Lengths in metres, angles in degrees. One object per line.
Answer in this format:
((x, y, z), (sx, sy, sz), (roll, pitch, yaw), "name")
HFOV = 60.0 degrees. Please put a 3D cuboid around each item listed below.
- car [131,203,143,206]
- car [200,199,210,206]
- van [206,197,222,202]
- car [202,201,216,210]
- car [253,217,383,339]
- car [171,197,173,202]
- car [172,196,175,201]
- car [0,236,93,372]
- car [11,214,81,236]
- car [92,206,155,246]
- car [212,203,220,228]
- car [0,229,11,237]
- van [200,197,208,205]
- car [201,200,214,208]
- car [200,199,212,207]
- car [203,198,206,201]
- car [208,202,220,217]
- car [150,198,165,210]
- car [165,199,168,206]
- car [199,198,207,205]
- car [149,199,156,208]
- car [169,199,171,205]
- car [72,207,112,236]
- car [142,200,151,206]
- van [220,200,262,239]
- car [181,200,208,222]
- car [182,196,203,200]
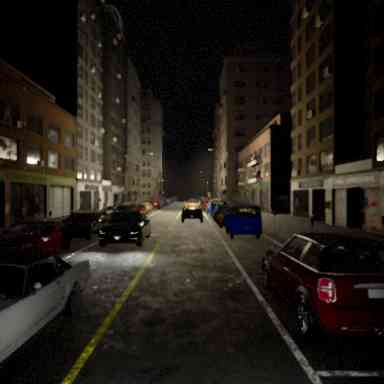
((-5.863, 1.847, 29.389), (1.947, 1.339, 4.313), (0, -1, 0), "car")
((2.656, 2.224, 69.081), (1.802, 1.307, 4.206), (0, 0, 0), "car")
((2.662, 1.674, 35.069), (1.690, 1.788, 3.998), (0, -1, 0), "van")
((2.659, 2.055, 52.075), (1.947, 1.339, 4.313), (0, -1, 0), "car")
((2.666, 1.506, 6.723), (1.967, 1.590, 4.097), (0, -1, 0), "car")
((-5.870, 2.214, 74.565), (1.752, 1.417, 4.829), (0, 0, 0), "car")
((-5.871, 2.286, 80.402), (2.008, 1.369, 4.403), (0, 0, 0), "car")
((-3.092, 1.650, 4.942), (1.895, 1.301, 4.718), (0, -1, 0), "car")
((-5.860, 1.703, 12.385), (1.802, 1.307, 4.206), (0, -1, 0), "car")
((-3.091, 1.661, 16.087), (1.837, 1.490, 4.892), (0, -1, 0), "car")
((2.664, 1.755, 23.899), (1.752, 1.417, 4.829), (0, -1, 0), "car")
((-5.859, 1.632, 6.717), (1.947, 1.339, 4.313), (0, -1, 0), "car")
((2.655, 2.031, 74.754), (1.690, 1.788, 3.998), (0, 0, 0), "van")
((2.658, 2.107, 57.743), (1.947, 1.339, 4.313), (0, -1, 0), "car")
((2.657, 2.144, 63.412), (2.008, 1.369, 4.403), (0, 0, 0), "car")
((2.661, 1.825, 40.738), (1.967, 1.590, 4.097), (0, -1, 0), "car")
((2.663, 1.832, 29.398), (2.008, 1.369, 4.403), (0, -1, 0), "car")
((-5.867, 1.805, 52.064), (2.192, 1.841, 5.009), (0, -1, 0), "car")
((-5.868, 2.092, 57.729), (2.008, 1.369, 4.403), (0, -1, 0), "car")
((2.654, 2.262, 80.591), (1.752, 1.417, 4.829), (0, 0, 0), "car")
((-5.865, 1.909, 40.555), (1.752, 1.417, 4.829), (0, -1, 0), "car")
((-5.869, 2.167, 68.896), (1.752, 1.417, 4.829), (0, 0, 0), "car")
((-5.861, 1.741, 18.053), (1.947, 1.339, 4.313), (0, -1, 0), "car")
((-5.864, 1.878, 35.056), (1.887, 1.381, 4.507), (0, -1, 0), "car")
((2.664, 1.515, 18.062), (1.690, 1.788, 3.998), (0, -1, 0), "van")
((0.031, 1.769, 29.027), (2.128, 1.511, 4.902), (0, -1, 1), "car")
((0.063, 1.770, 44.362), (2.097, 1.767, 4.553), (0, -1, 0), "car")
